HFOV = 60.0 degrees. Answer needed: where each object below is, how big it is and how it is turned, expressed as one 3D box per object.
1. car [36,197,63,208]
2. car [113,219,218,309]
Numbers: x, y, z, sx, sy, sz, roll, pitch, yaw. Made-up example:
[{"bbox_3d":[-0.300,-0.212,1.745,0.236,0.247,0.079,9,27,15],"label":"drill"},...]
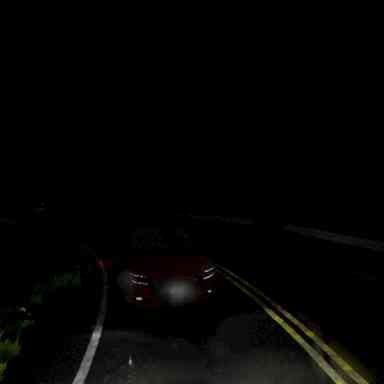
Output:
[{"bbox_3d":[-22.606,1.655,52.895,1.837,1.490,4.892,1,3,15],"label":"car"},{"bbox_3d":[-0.905,1.500,8.268,1.882,1.535,5.008,-1,0,-15],"label":"car"}]
